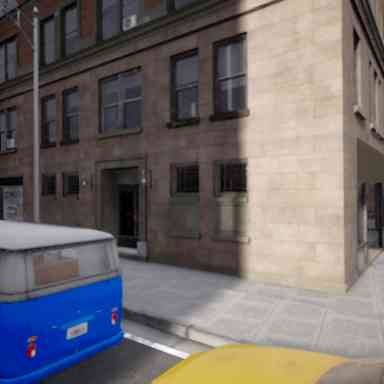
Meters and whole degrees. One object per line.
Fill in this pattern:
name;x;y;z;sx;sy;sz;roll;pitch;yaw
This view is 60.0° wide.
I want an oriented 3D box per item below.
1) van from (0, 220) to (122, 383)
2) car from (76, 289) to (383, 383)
van;-2.809;1.340;4.864;3.998;1.788;1.690;0;-1;36
car;1.670;1.525;1.666;4.829;1.417;1.752;0;-1;36
